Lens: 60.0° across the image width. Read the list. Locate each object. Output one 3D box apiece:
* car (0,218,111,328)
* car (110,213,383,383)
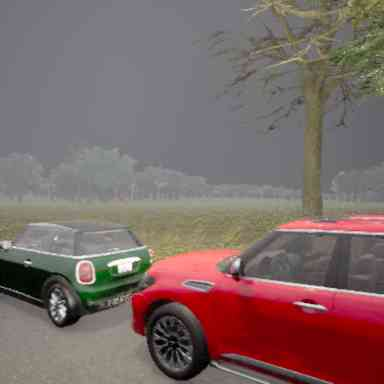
[{"bbox_3d":[-2.906,1.405,7.380,4.553,1.767,2.097,0,-1,38],"label":"car"},{"bbox_3d":[1.784,1.269,3.855,5.566,2.045,2.150,0,-1,36],"label":"car"}]
